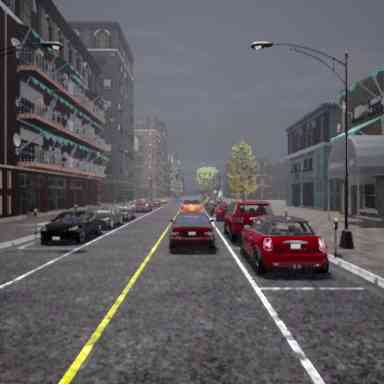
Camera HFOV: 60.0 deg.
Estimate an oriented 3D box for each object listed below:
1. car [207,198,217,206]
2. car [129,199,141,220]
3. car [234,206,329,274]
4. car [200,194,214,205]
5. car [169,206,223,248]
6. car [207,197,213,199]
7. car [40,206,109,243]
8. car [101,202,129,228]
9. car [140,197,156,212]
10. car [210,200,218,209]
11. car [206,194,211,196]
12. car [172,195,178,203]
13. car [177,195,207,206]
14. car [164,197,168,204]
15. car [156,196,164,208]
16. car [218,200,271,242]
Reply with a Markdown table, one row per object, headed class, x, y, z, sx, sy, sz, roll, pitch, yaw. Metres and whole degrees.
| class | x | y | z | sx | sy | sz | roll | pitch | yaw |
| --- | --- | --- | --- | --- | --- | --- | --- | --- | --- |
| car | 2.690 | 1.575 | 32.734 | 1.947 | 1.339 | 4.313 | 0 | 0 | 0 |
| car | -5.690 | 1.554 | 27.194 | 2.008 | 1.369 | 4.403 | 0 | 0 | 0 |
| car | 2.691 | 1.437 | 10.578 | 1.967 | 1.590 | 4.097 | 0 | 0 | 0 |
| car | 2.690 | 1.363 | 60.431 | 2.192 | 1.841 | 5.009 | 0 | 0 | 0 |
| car | 0.000 | 1.562 | 14.651 | 2.033 | 1.411 | 5.357 | 0 | 0 | 0 |
| car | 2.690 | 1.567 | 38.272 | 2.008 | 1.369 | 4.403 | 0 | 0 | 0 |
| car | -5.690 | 1.563 | 16.118 | 1.947 | 1.339 | 4.313 | 0 | 0 | 0 |
| car | -5.690 | 1.550 | 21.656 | 2.008 | 1.369 | 4.403 | 0 | 0 | 0 |
| car | -5.691 | 1.457 | 38.272 | 1.967 | 1.590 | 4.097 | 0 | 0 | 0 |
| car | 2.691 | 1.585 | 27.194 | 1.802 | 1.307 | 4.206 | 0 | 0 | 0 |
| car | 2.690 | 1.566 | 55.061 | 1.752 | 1.417 | 4.829 | 0 | 0 | 0 |
| car | -3.001 | 1.427 | 68.705 | 2.097 | 1.767 | 4.553 | 0 | 0 | 0 |
| car | 0.000 | 1.373 | 29.622 | 2.097 | 1.767 | 4.553 | 0 | 0 | 0 |
| car | -5.691 | 1.581 | 65.801 | 1.752 | 1.417 | 4.829 | 0 | 0 | 0 |
| car | -5.690 | 1.472 | 49.352 | 1.967 | 1.590 | 4.097 | 0 | 0 | 0 |
| car | 2.691 | 1.312 | 16.118 | 2.192 | 1.841 | 5.009 | 0 | 0 | 0 |
